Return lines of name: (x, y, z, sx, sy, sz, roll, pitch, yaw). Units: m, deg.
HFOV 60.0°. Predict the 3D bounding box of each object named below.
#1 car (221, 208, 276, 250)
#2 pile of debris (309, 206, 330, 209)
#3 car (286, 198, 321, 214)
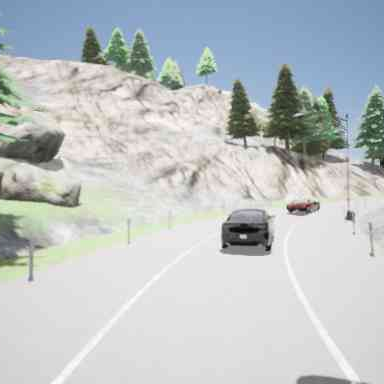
car: (2.504, 1.423, 14.262, 1.882, 1.535, 5.008, -1, 0, 16)
pile of debris: (13.296, 1.629, 34.607, 1.500, 0.140, 1.860, -2, 0, 41)
car: (10.293, 1.209, 30.390, 1.895, 1.301, 4.718, -2, 1, 35)
